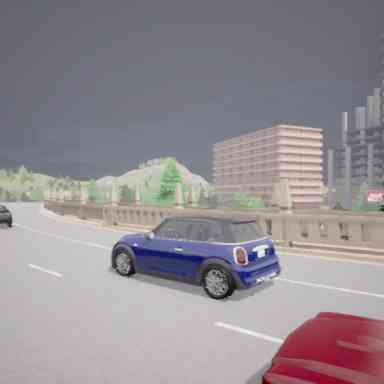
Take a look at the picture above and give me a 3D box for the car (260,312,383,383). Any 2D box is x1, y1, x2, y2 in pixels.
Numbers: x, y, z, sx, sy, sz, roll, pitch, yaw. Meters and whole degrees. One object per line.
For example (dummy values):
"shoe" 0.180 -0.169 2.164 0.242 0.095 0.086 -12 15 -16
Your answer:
"car" 2.807 1.616 2.074 4.718 1.301 1.895 0 0 35

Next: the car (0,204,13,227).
"car" -13.519 1.574 22.539 2.128 1.511 4.902 0 0 -38

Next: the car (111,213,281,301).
"car" -0.102 1.393 8.759 4.553 1.767 2.097 0 0 39
